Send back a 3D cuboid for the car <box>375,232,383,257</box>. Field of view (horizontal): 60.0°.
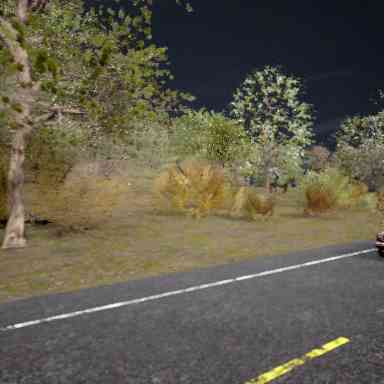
[{"bbox_3d":[8.378,1.588,11.696,4.718,1.301,1.895,0,0,-37],"label":"car"}]
